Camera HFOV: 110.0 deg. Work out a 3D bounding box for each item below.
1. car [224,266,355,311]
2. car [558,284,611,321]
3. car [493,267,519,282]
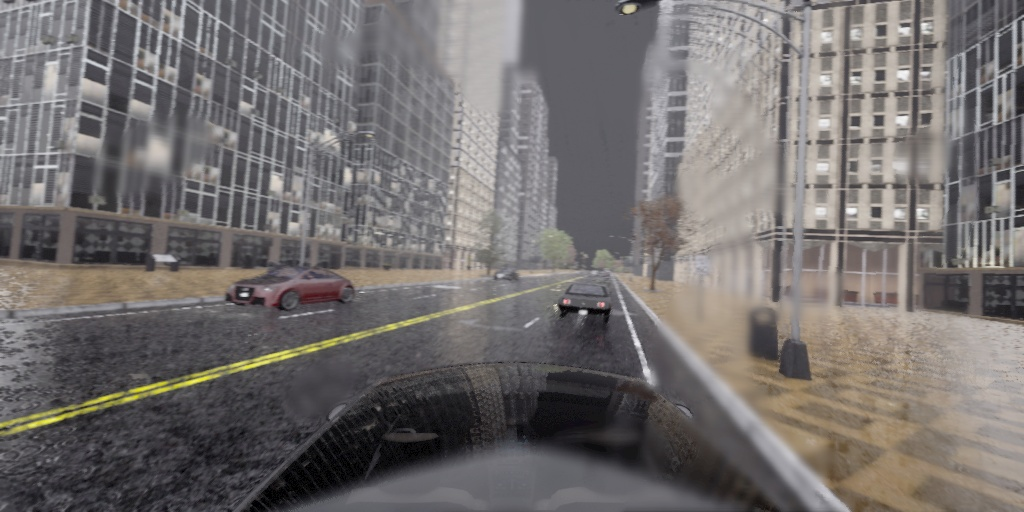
[{"bbox_3d":[-7.619,1.065,12.824,1.994,1.385,4.181,3,-1,15],"label":"car"},{"bbox_3d":[3.162,1.806,14.975,1.895,1.301,4.718,3,-1,15],"label":"car"},{"bbox_3d":[-0.527,1.977,38.599,2.128,1.511,4.902,3,-1,16],"label":"car"}]
